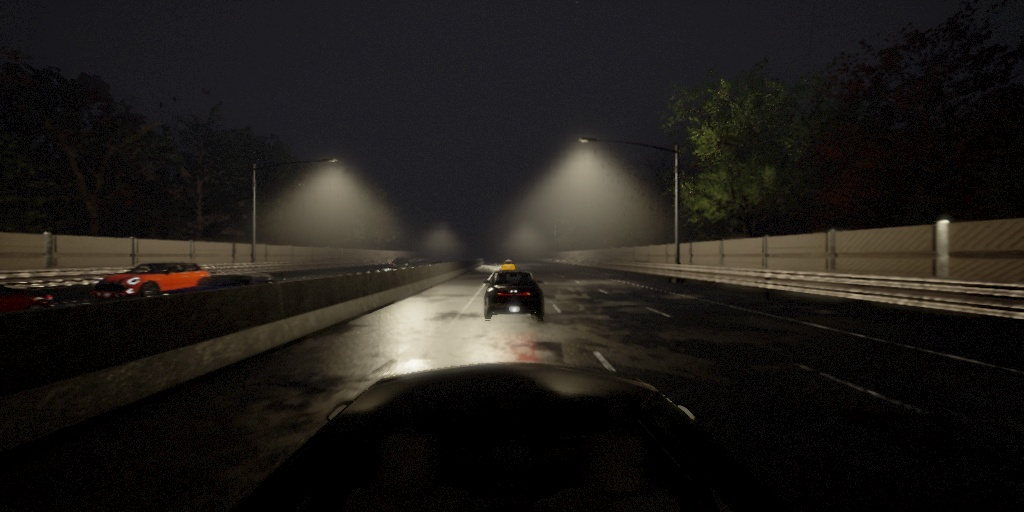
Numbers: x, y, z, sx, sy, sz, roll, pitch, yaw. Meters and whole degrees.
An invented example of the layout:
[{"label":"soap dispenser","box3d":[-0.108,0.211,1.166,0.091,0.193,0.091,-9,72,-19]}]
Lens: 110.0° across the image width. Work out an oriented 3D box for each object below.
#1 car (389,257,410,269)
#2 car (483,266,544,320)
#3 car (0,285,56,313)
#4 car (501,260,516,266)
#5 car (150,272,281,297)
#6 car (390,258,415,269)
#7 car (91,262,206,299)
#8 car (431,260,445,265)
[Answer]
[{"label":"car","box3d":[-18.512,1.118,59.194,2.097,1.767,4.553,0,0,-1]},{"label":"car","box3d":[0.053,1.259,12.561,1.837,1.490,4.892,0,0,0]},{"label":"car","box3d":[-14.125,1.319,8.545,1.994,1.385,4.181,0,0,0]},{"label":"car","box3d":[-0.429,1.222,43.944,1.801,1.575,5.366,0,0,-1]},{"label":"car","box3d":[-10.654,1.357,13.915,1.895,1.301,4.718,0,0,0]},{"label":"car","box3d":[-14.742,1.116,49.071,2.097,1.767,4.553,0,0,-1]},{"label":"car","box3d":[-17.690,1.110,17.885,2.097,1.767,4.553,0,0,-1]},{"label":"car","box3d":[-11.430,1.330,56.183,1.994,1.385,4.181,0,0,-1]}]
